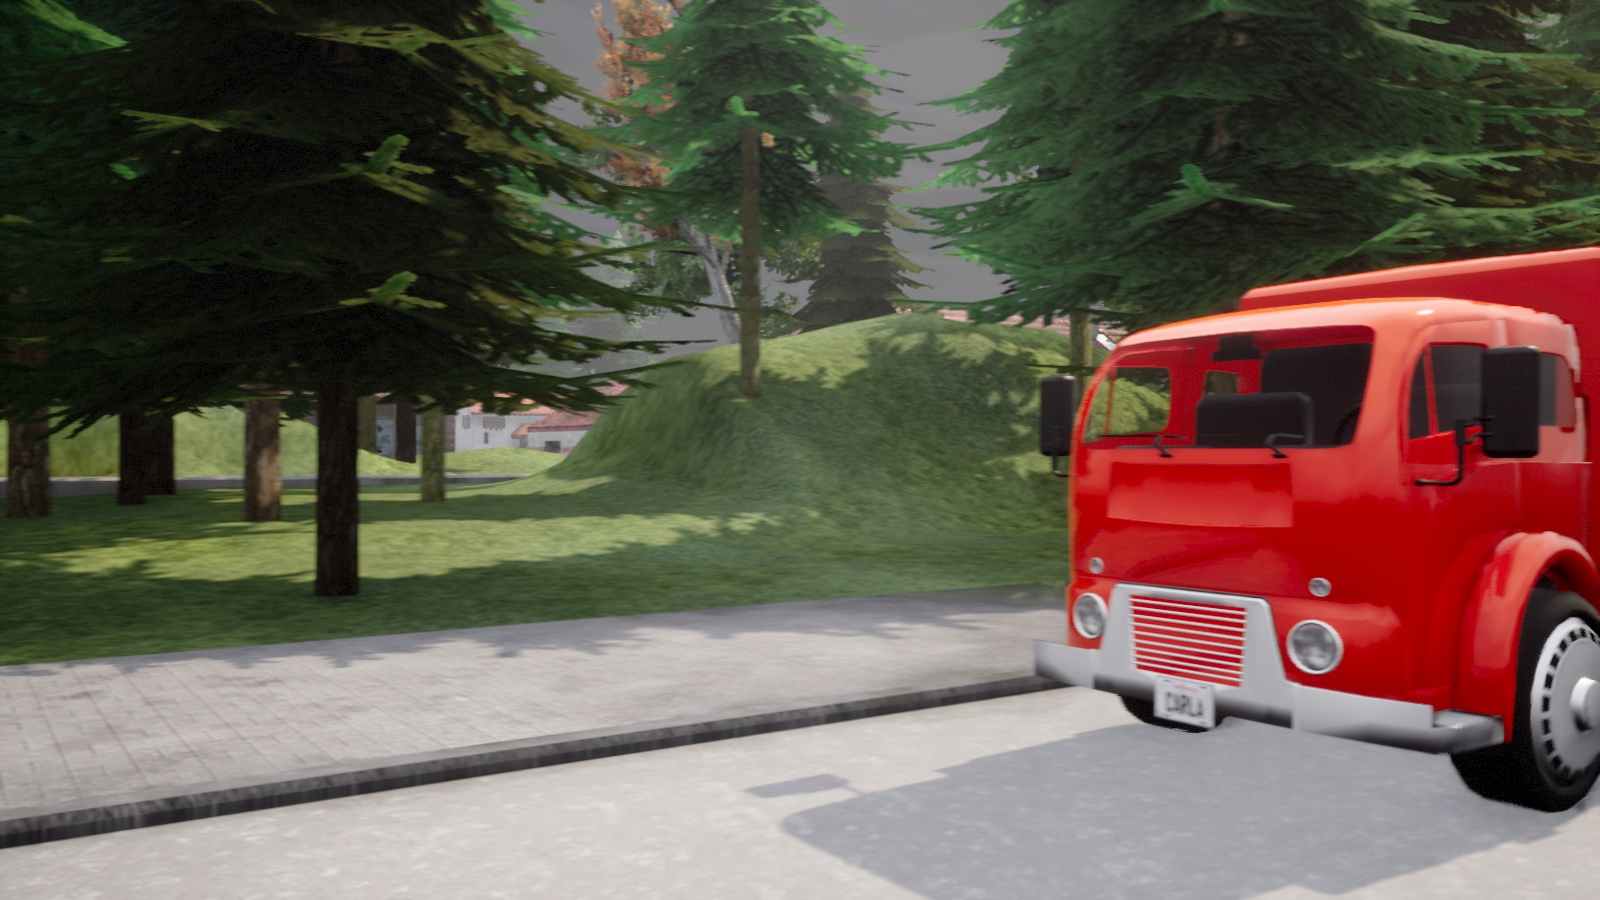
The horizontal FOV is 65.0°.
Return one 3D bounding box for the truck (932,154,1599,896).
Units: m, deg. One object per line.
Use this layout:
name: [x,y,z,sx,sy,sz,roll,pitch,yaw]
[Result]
truck: [3.550,0.266,6.746,5.204,2.467,2.627,0,0,-35]
